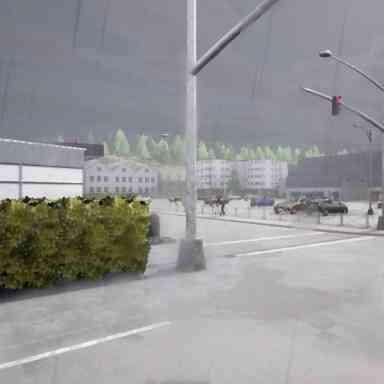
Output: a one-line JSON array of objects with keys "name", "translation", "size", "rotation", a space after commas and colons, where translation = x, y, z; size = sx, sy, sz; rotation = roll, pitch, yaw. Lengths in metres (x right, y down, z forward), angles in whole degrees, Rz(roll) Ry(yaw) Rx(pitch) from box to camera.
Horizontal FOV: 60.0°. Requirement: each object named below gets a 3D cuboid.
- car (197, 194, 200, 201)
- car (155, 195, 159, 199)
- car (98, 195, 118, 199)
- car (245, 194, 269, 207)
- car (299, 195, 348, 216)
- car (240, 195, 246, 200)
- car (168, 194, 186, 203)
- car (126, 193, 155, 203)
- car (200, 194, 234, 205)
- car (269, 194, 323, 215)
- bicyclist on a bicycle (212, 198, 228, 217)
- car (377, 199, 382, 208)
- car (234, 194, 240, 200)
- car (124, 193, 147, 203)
[{"name": "car", "translation": [1.814, 1.298, 76.855], "size": [4.514, 1.523, 2.007], "rotation": [0, 0, -35]}, {"name": "car", "translation": [-11.327, 1.286, 90.768], "size": [5.008, 1.535, 1.882], "rotation": [0, 0, -35]}, {"name": "car", "translation": [-11.035, 1.503, 40.804], "size": [1.837, 1.490, 4.892], "rotation": [0, -1, -35]}, {"name": "car", "translation": [9.802, 1.320, 46.591], "size": [3.633, 1.501, 1.845], "rotation": [0, 0, -35]}, {"name": "car", "translation": [12.124, 1.340, 29.942], "size": [4.514, 1.523, 2.007], "rotation": [0, 0, -35]}, {"name": "car", "translation": [13.628, 1.154, 72.806], "size": [5.027, 1.636, 2.152], "rotation": [0, 0, -35]}, {"name": "car", "translation": [-2.425, 1.097, 65.434], "size": [4.605, 1.855, 1.932], "rotation": [0, 0, -35]}, {"name": "car", "translation": [-9.357, 1.361, 60.551], "size": [3.806, 1.475, 1.970], "rotation": [0, 0, -35]}, {"name": "car", "translation": [4.119, 1.298, 54.811], "size": [4.514, 1.523, 2.007], "rotation": [0, 0, -35]}, {"name": "car", "translation": [10.286, 1.330, 32.485], "size": [5.027, 1.636, 2.152], "rotation": [0, 0, -35]}, {"name": "bicyclist on a bicycle", "translation": [2.365, 1.301, 28.018], "size": [1.656, 1.620, 0.582], "rotation": [0, 0, -35]}, {"name": "car", "translation": [25.679, 1.384, 43.044], "size": [3.806, 1.475, 1.970], "rotation": [0, 0, -35]}, {"name": "car", "translation": [9.691, 1.232, 77.884], "size": [3.806, 1.475, 1.970], "rotation": [0, 0, -35]}, {"name": "car", "translation": [-10.758, 1.077, 63.628], "size": [3.866, 1.878, 1.905], "rotation": [0, 0, -35]}]
